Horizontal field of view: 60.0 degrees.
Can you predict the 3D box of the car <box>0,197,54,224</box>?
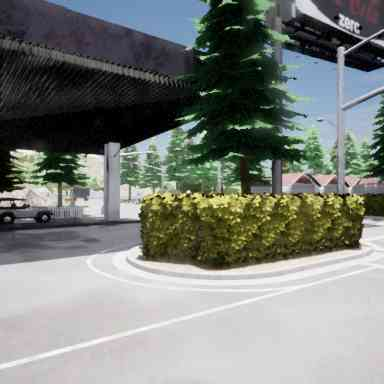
[{"bbox_3d":[-11.983,1.313,23.471,3.866,1.878,1.905,0,0,-36],"label":"car"}]
